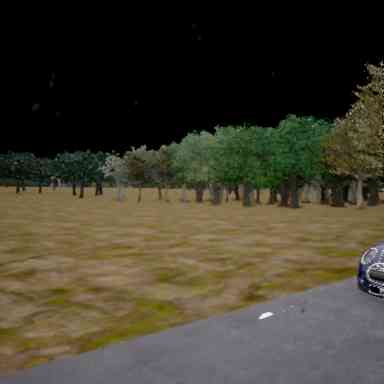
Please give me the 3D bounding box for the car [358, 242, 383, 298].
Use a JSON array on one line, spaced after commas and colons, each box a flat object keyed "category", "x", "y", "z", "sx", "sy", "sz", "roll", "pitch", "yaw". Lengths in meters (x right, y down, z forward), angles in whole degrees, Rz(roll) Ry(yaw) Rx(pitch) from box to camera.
[{"category": "car", "x": 5.723, "y": 1.347, "z": 7.463, "sx": 4.553, "sy": 1.767, "sz": 2.097, "roll": 0, "pitch": 0, "yaw": -36}]
